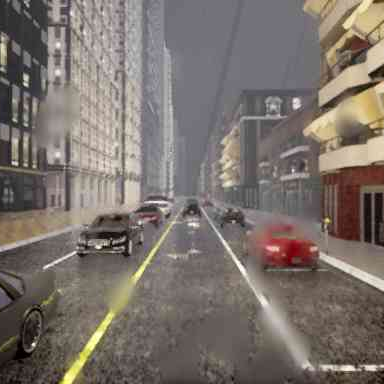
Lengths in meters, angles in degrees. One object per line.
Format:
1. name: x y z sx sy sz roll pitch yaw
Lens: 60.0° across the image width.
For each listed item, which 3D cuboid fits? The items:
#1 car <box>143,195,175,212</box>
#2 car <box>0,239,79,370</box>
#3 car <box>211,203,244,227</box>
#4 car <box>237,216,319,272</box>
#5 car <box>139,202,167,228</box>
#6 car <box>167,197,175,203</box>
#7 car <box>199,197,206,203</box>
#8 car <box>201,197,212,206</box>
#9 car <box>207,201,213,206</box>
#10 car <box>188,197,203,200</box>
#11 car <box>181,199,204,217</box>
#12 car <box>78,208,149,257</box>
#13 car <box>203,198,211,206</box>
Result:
1. car: -3.000 1.129 29.335 2.150 2.045 5.566 0 0 0
2. car: -3.103 1.569 3.299 2.033 1.411 5.357 0 0 0
3. car: 2.691 1.705 23.710 2.008 1.369 4.403 0 0 0
4. car: 2.741 1.654 10.792 1.802 1.307 4.206 0 0 0
5. car: -3.099 1.676 23.660 1.812 1.442 4.674 0 0 1
6. car: -5.691 2.175 91.490 1.947 1.339 4.313 0 0 0
7. car: 2.690 2.101 86.012 1.752 1.417 4.829 0 0 0
8. car: 2.691 1.856 63.249 1.967 1.590 4.097 0 0 0
9. car: 2.692 1.741 29.358 2.008 1.369 4.403 0 0 0
10. car: 0.030 1.650 46.277 2.097 1.767 4.553 0 0 1
11. car: 0.002 1.741 33.538 1.812 1.442 4.674 0 0 0
12. car: -3.099 1.590 13.415 1.837 1.490 4.892 0 0 0
13. car: 2.691 1.959 57.600 1.802 1.307 4.206 0 0 0
